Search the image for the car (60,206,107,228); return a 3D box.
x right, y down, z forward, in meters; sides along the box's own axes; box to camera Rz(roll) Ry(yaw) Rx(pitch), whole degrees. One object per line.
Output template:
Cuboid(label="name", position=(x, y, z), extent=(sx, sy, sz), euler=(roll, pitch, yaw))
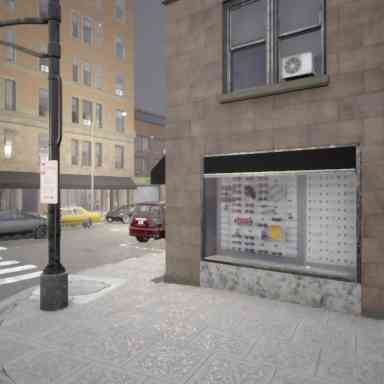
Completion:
Cuboid(label="car", position=(-7.771, 1.519, 20.076), extent=(1.752, 1.417, 4.829), euler=(0, 0, 35))

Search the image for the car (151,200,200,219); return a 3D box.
Cuboid(label="car", position=(-1.311, 1.496, 29.359), extent=(1.752, 1.417, 4.829), euler=(0, 0, 35))

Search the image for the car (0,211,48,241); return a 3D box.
Cuboid(label="car", position=(-8.555, 1.566, 14.996), extent=(1.994, 1.385, 4.181), euler=(0, 0, 43))

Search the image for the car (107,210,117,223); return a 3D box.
Cuboid(label="car", position=(-4.444, 1.548, 24.857), extent=(1.947, 1.339, 4.313), euler=(0, 0, 35))

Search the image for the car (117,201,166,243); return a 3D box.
Cuboid(label="car", position=(-0.691, 1.305, 15.322), extent=(2.192, 1.841, 5.009), euler=(0, 0, 35))
